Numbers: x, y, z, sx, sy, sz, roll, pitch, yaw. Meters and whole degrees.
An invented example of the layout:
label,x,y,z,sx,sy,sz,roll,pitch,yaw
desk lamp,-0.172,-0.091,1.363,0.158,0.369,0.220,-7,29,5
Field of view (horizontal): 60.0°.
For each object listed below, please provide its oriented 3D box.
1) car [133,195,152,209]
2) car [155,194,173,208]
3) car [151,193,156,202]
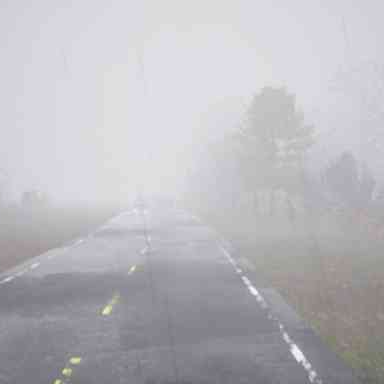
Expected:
label,x,y,z,sx,sy,sz,roll,pitch,yaw
car,-6.358,1.369,41.698,2.033,1.411,5.357,0,0,-8
car,-3.582,1.313,44.442,1.837,1.490,4.892,0,0,-9
car,-6.840,1.087,61.316,2.097,1.767,4.553,0,1,-11
